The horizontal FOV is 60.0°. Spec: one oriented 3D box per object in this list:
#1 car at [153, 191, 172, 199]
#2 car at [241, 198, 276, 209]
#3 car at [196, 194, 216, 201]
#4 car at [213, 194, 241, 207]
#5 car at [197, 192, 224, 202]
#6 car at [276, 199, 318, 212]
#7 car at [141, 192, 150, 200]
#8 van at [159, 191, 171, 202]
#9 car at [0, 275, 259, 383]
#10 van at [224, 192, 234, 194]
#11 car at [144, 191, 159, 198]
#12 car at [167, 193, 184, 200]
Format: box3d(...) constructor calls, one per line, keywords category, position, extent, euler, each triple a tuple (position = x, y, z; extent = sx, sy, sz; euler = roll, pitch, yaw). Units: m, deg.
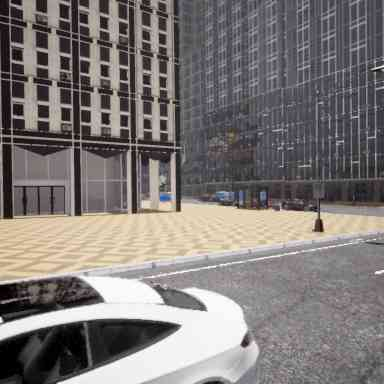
box3d(category="car", position=(-6.972, 0.615, 78.093), extent=(2.192, 1.841, 5.009), euler=(0, 1, -34))
box3d(category="car", position=(8.424, 1.388, 40.445), extent=(1.802, 1.307, 4.206), euler=(0, 1, -34))
box3d(category="car", position=(2.634, 1.043, 64.008), extent=(1.802, 1.307, 4.206), euler=(0, 1, -34))
box3d(category="car", position=(5.271, 1.319, 45.172), extent=(1.947, 1.339, 4.313), euler=(0, 1, -34))
box3d(category="car", position=(3.030, 1.108, 58.839), extent=(1.994, 1.385, 4.181), euler=(-1, 1, -36))
box3d(category="car", position=(11.612, 1.424, 35.737), extent=(1.947, 1.339, 4.313), euler=(0, 1, -34))
box3d(category="car", position=(-10.694, 1.039, 68.680), extent=(2.008, 1.369, 4.403), euler=(0, 1, -34))
box3d(category="van", position=(-4.290, 0.937, 59.286), extent=(1.690, 1.788, 3.998), euler=(0, 1, -34))
box3d(category="car", position=(-1.475, 1.525, 2.632), extent=(4.674, 1.442, 1.812), euler=(0, 0, -35))
box3d(category="van", position=(5.835, 0.855, 59.309), extent=(1.690, 1.788, 3.998), euler=(0, 1, -34))
box3d(category="car", position=(-10.174, 0.686, 82.789), extent=(1.967, 1.590, 4.097), euler=(0, 1, -34))
box3d(category="car", position=(-3.770, 0.936, 73.400), extent=(1.802, 1.307, 4.206), euler=(0, 1, -34))
